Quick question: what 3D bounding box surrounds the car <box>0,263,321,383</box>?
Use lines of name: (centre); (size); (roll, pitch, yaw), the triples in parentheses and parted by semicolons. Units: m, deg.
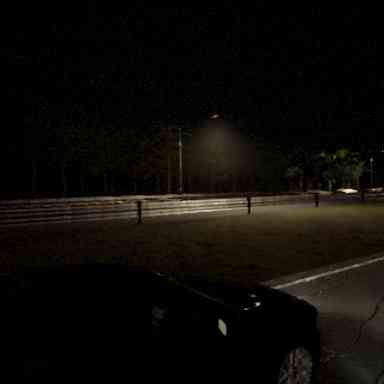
car: (-0.811, 1.453, 3.137); (5.008, 1.535, 1.882); (-2, 1, -36)
